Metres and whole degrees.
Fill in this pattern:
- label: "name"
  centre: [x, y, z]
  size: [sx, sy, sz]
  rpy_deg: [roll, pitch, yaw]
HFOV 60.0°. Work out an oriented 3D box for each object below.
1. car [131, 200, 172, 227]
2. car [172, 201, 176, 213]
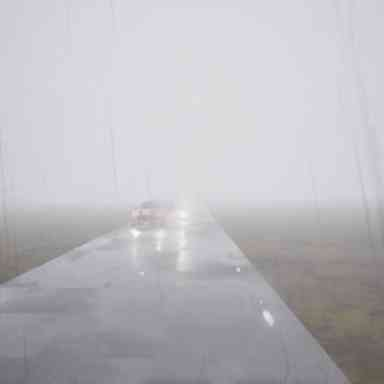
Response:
- label: "car"
  centre: [-2.792, 1.358, 22.777]
  size: [2.097, 1.767, 4.553]
  rpy_deg: [0, 0, 0]
- label: "car"
  centre: [-2.783, 1.604, 36.718]
  size: [2.033, 1.411, 5.357]
  rpy_deg: [0, 0, 0]
